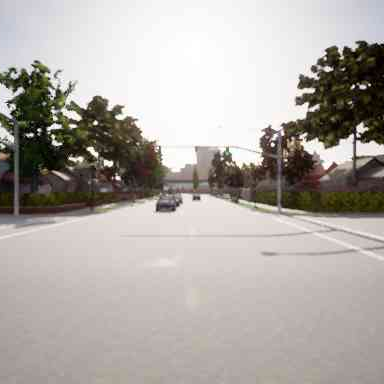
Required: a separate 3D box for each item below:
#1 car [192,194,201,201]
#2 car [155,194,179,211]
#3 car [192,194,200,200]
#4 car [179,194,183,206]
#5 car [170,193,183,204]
[{"bbox_3d":[0.976,1.166,74.378,1.882,1.535,5.008,0,0,0],"label":"car"},{"bbox_3d":[-2.868,1.196,37.320,2.097,1.767,4.553,0,0,0],"label":"car"},{"bbox_3d":[1.044,1.190,84.507,1.994,1.385,4.181,0,0,0],"label":"car"},{"bbox_3d":[-2.777,1.367,47.292,1.994,1.385,4.181,0,0,1],"label":"car"},{"bbox_3d":[-2.639,1.112,57.368,2.097,1.767,4.553,0,0,0],"label":"car"}]
